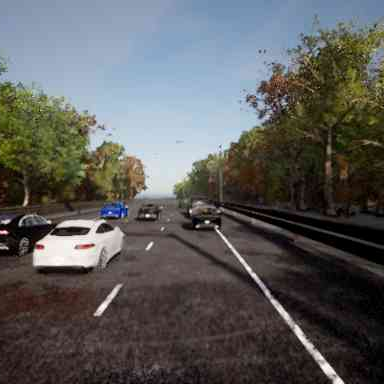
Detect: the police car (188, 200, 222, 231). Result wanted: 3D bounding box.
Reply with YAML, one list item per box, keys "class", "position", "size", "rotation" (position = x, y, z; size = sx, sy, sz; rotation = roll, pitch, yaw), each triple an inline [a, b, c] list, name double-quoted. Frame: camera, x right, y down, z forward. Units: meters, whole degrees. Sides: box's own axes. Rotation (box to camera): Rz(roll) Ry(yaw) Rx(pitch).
- class: "police car"
  position: [0.867, 1.582, 22.205]
  size: [1.930, 1.638, 5.238]
  rotation: [0, 0, -1]

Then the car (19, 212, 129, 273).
- class: "car"
  position: [-3.460, 1.599, 10.846]
  size: [1.812, 1.442, 4.674]
  rotation: [0, 0, 0]

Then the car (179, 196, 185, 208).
- class: "car"
  position: [-1.091, 1.697, 56.923]
  size: [2.150, 2.045, 5.566]
  rotation: [0, -1, -2]

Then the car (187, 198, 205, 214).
- class: "car"
  position: [0.677, 1.697, 32.348]
  size: [1.801, 1.575, 5.366]
  rotation: [0, -1, -1]

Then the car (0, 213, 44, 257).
- class: "car"
  position: [-6.985, 1.584, 13.432]
  size: [2.128, 1.511, 4.902]
  rotation: [0, 0, -1]

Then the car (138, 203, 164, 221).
- class: "car"
  position: [-3.738, 1.728, 30.128]
  size: [1.837, 1.490, 4.892]
  rotation: [0, 0, -1]

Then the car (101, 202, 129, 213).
- class: "car"
  position: [-7.275, 1.716, 31.815]
  size: [1.882, 1.535, 5.008]
  rotation: [0, 0, -1]

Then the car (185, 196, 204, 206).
- class: "car"
  position: [0.535, 1.519, 38.227]
  size: [2.150, 2.045, 5.566]
  rotation: [0, -1, -1]
